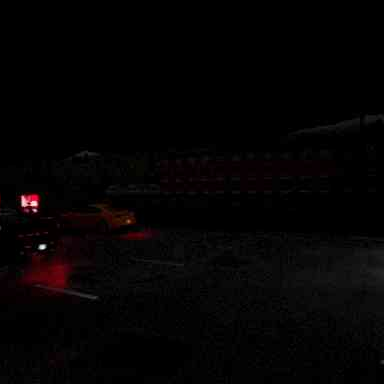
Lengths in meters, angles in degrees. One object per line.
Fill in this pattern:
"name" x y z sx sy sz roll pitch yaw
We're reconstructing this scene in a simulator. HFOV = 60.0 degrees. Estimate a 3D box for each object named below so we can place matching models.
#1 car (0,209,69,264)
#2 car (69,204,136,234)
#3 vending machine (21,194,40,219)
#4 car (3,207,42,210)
"car" -6.897 1.530 11.955 4.892 1.490 1.837 0 0 31
"car" -5.578 1.466 19.331 5.008 1.535 1.882 0 0 30
"vending machine" -14.018 1.235 28.874 0.880 2.100 1.100 0 0 30
"car" -9.197 1.521 17.397 4.902 1.511 2.128 0 0 30
